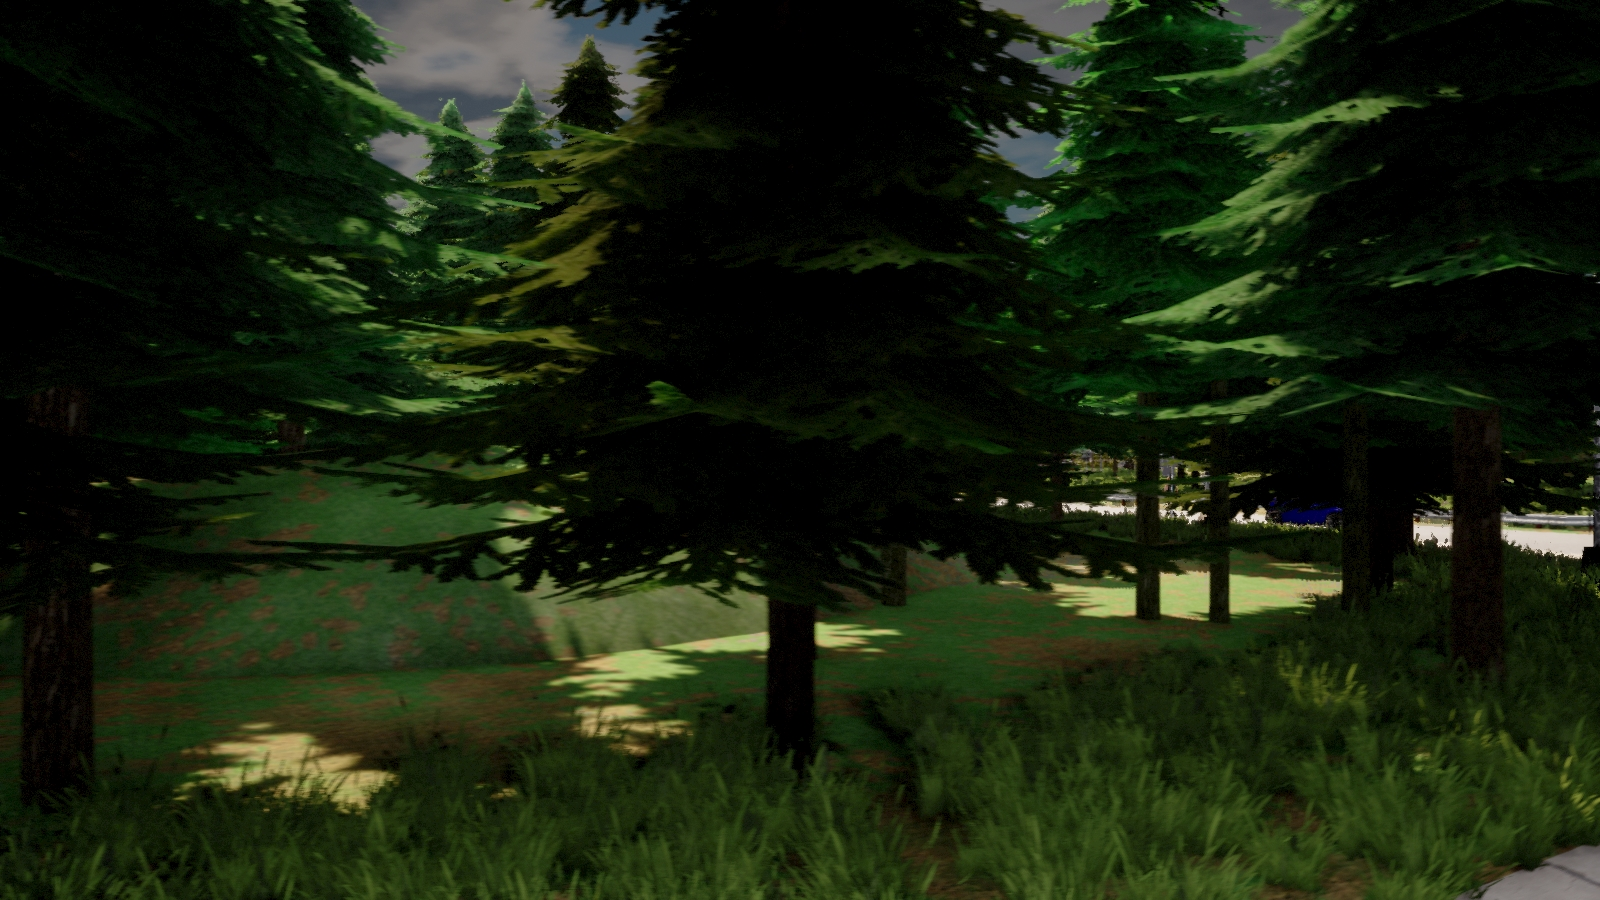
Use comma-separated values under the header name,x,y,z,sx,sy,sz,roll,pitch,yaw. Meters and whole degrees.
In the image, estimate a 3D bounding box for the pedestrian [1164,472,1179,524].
name,x,y,z,sx,sy,sz,roll,pitch,yaw
pedestrian,13.432,1.715,41.324,0.375,1.860,0.375,0,0,-20
